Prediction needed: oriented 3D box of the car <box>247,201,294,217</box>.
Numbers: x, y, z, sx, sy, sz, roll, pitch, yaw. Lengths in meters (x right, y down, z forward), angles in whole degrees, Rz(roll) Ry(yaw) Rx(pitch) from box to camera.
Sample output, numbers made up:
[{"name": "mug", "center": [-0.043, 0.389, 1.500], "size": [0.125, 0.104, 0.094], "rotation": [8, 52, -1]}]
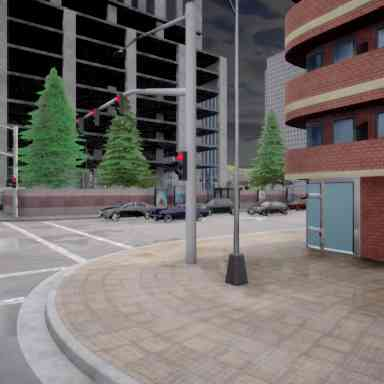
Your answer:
[{"name": "car", "center": [7.433, 1.581, 32.296], "size": [4.674, 1.442, 1.812], "rotation": [0, 0, -35]}]

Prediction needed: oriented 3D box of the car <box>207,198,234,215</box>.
[{"name": "car", "center": [2.213, 1.407, 32.903], "size": [4.553, 1.767, 2.097], "rotation": [0, 0, -35]}]

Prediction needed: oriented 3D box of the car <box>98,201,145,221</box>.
[{"name": "car", "center": [-5.279, 1.547, 27.618], "size": [4.902, 1.511, 2.128], "rotation": [0, 0, -35]}]

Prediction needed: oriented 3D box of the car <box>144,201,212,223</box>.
[{"name": "car", "center": [-1.018, 1.656, 26.340], "size": [4.718, 1.301, 1.895], "rotation": [0, 0, -35]}]

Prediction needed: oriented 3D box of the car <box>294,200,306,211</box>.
[{"name": "car", "center": [13.147, 1.656, 40.614], "size": [4.718, 1.301, 1.895], "rotation": [0, 0, -35]}]
